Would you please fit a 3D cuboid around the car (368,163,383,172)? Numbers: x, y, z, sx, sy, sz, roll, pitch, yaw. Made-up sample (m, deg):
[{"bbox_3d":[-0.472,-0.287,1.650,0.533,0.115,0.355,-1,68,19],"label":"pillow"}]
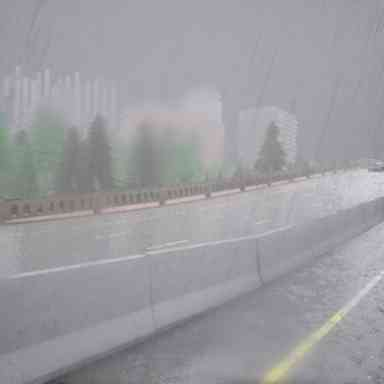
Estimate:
[{"bbox_3d":[32.961,-4.351,59.385,1.837,1.490,4.892,1,7,41],"label":"car"}]
